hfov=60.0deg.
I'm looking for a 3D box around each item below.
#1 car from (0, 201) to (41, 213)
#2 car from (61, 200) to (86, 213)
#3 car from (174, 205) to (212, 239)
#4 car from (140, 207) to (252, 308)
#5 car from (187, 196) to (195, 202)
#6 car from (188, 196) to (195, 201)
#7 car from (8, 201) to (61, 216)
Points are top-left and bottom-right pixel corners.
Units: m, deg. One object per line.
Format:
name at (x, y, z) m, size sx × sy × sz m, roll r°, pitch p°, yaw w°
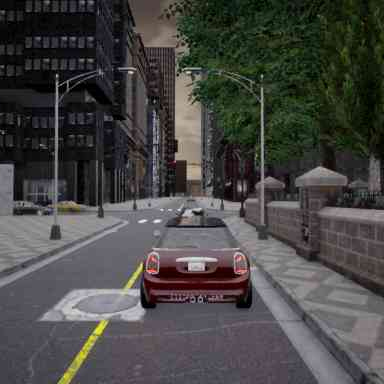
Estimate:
car at (-20.219, 1.707, 38.653) m, size 4.403 × 1.369 × 2.008 m, roll 0°, pitch -1°, yaw 0°
car at (-14.876, 1.675, 38.639) m, size 4.829 × 1.417 × 1.752 m, roll 0°, pitch -1°, yaw 0°
car at (0.047, 1.541, 18.197) m, size 1.812 × 1.442 × 4.674 m, roll 0°, pitch 0°, yaw 0°
car at (0.076, 1.357, 8.070) m, size 2.097 × 1.767 × 4.553 m, roll 0°, pitch 0°, yaw 0°
car at (-0.221, 1.730, 79.689) m, size 2.033 × 1.411 × 5.357 m, roll 0°, pitch 0°, yaw 0°
car at (-0.250, 1.710, 90.108) m, size 1.812 × 1.442 × 4.674 m, roll 0°, pitch 0°, yaw 0°
car at (-14.721, 1.517, 30.115) m, size 4.403 × 1.369 × 2.008 m, roll 0°, pitch -1°, yaw 0°
